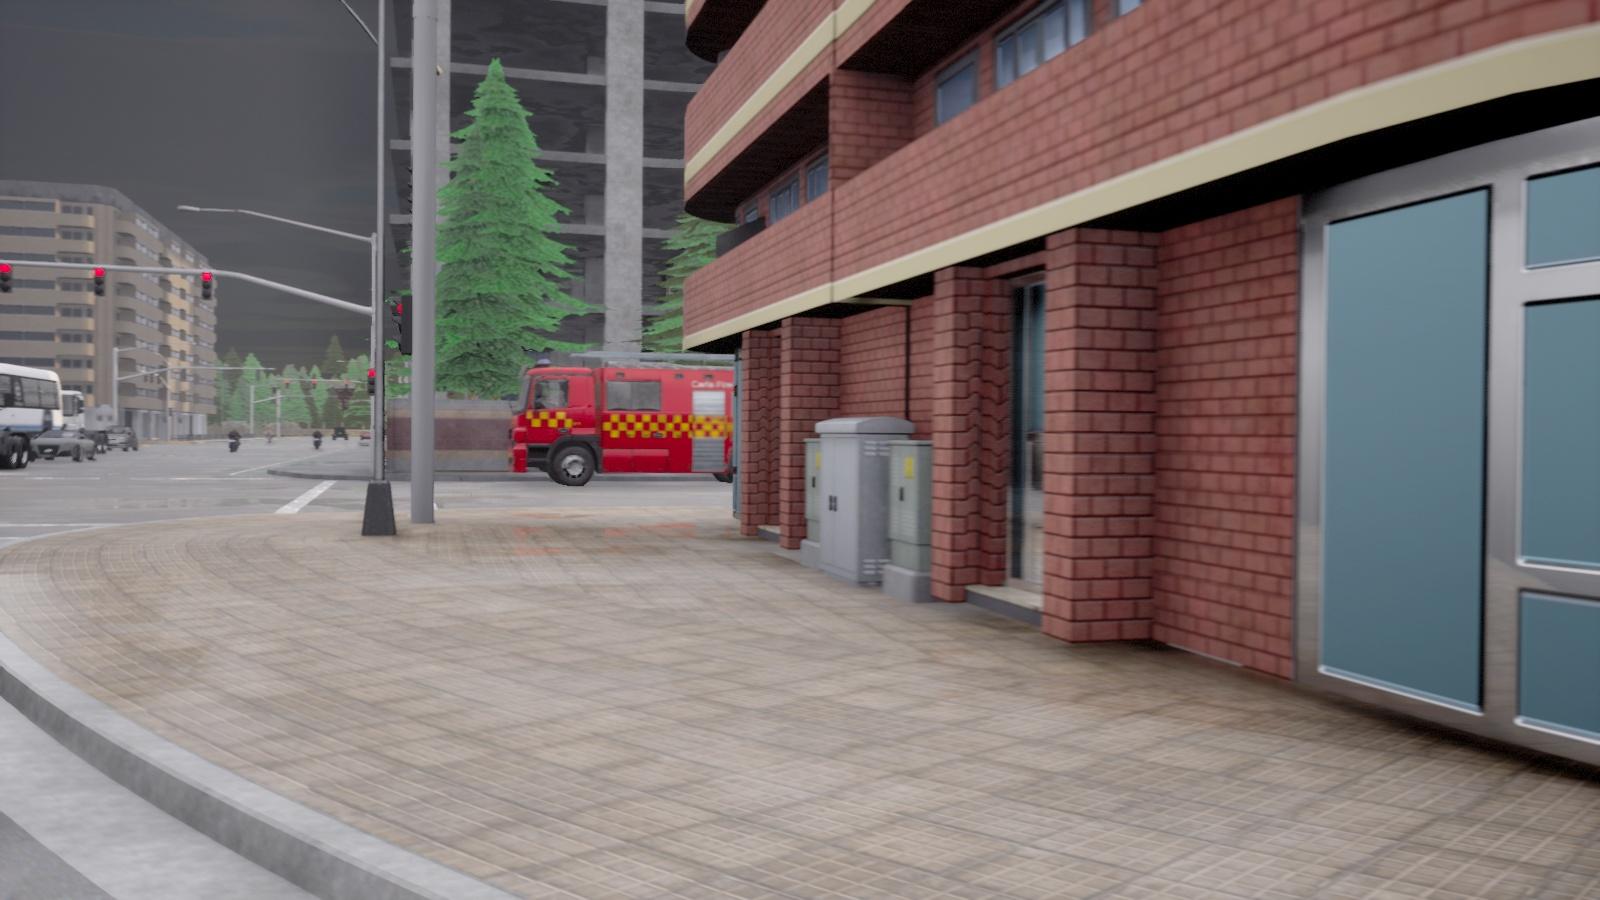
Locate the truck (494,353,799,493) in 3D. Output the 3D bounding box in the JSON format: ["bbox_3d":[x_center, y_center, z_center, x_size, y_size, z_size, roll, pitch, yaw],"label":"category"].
[{"bbox_3d":[-4.508,-0.803,36.733,8.468,3.827,2.891,-1,1,-16],"label":"truck"}]

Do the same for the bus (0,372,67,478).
[{"bbox_3d":[-35.499,-1.036,54.613,3.944,4.253,10.273,-1,1,-17],"label":"bus"}]

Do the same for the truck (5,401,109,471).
[{"bbox_3d":[-38.956,-0.758,66.135,2.891,3.462,7.936,-1,1,-17],"label":"truck"}]

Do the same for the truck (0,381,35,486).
[{"bbox_3d":[-27.626,-0.531,40.666,2.891,3.462,7.936,-1,1,-17],"label":"truck"}]

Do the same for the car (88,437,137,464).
[{"bbox_3d":[-42.374,0.007,77.514,1.851,1.617,3.988,-1,1,-17],"label":"car"}]

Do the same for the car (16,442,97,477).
[{"bbox_3d":[-31.361,0.389,53.097,1.994,1.385,4.181,-1,1,-17],"label":"car"}]
